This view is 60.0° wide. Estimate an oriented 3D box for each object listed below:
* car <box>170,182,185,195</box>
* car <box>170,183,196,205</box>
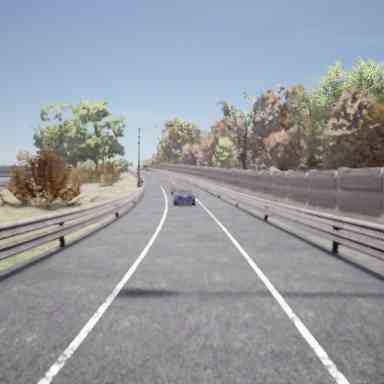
[{"bbox_3d":[-2.066,-0.478,46.876,1.812,1.442,4.674,0,5,-6],"label":"car"},{"bbox_3d":[-0.829,0.322,33.889,2.097,1.767,4.553,0,3,-5],"label":"car"}]
